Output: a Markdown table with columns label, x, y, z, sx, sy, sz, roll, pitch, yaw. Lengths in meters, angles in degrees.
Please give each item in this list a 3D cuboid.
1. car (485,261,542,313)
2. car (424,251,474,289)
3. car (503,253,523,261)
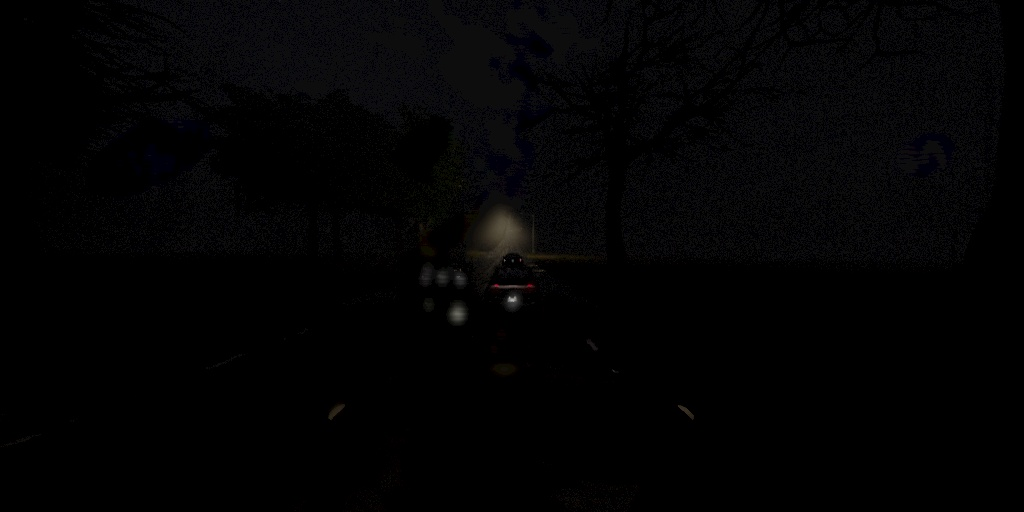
| label | x | y | z | sx | sy | sz | roll | pitch | yaw |
| --- | --- | --- | --- | --- | --- | --- | --- | --- | --- |
| car | 0.053 | 1.106 | 13.317 | 2.128 | 1.511 | 4.902 | 0 | 1 | 0 |
| car | -3.549 | 0.704 | 21.140 | 2.150 | 2.045 | 5.566 | 0 | 1 | 1 |
| car | 0.084 | 0.447 | 37.575 | 2.097 | 1.767 | 4.553 | 0 | 2 | 0 |
